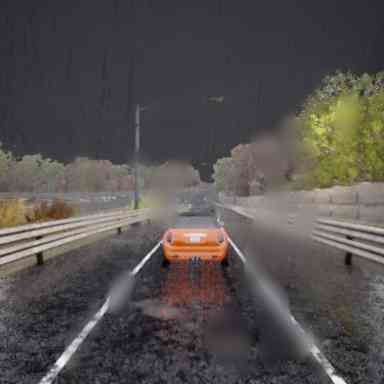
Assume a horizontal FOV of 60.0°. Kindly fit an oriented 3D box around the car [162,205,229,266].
[{"bbox_3d":[0.143,1.500,12.194,2.097,1.767,4.553,0,-1,1],"label":"car"}]

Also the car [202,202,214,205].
[{"bbox_3d":[2.670,2.647,54.181,2.150,2.045,5.566,0,-2,5],"label":"car"}]
